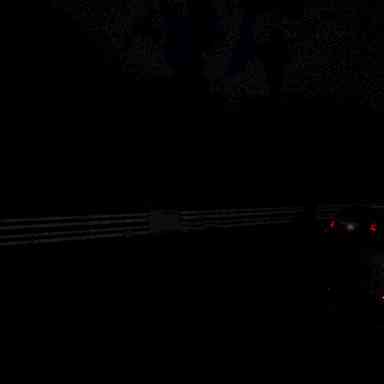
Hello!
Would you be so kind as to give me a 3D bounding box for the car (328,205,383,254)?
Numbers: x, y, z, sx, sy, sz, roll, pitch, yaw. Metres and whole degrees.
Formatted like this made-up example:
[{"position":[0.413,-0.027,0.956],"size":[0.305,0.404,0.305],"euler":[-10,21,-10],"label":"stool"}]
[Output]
[{"position":[7.593,1.315,13.522],"size":[4.553,1.767,2.097],"euler":[0,0,-35],"label":"car"}]
